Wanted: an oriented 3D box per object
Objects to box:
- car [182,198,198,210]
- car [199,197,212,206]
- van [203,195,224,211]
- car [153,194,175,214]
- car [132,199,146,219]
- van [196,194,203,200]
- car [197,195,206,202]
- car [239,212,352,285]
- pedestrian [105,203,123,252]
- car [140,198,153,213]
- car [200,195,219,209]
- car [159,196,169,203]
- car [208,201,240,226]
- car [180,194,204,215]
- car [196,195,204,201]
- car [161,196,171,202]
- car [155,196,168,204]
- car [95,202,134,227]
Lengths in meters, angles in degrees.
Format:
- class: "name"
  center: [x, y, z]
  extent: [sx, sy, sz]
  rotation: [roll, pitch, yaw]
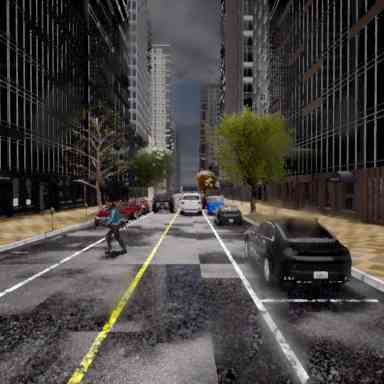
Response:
- class: "car"
  center: [-0.201, 1.543, 45.287]
  extent: [2.033, 1.411, 5.357]
  rotation: [0, 0, 0]
- class: "car"
  center: [2.274, 1.541, 56.938]
  extent: [1.887, 1.381, 4.507]
  rotation: [-1, 0, 0]
- class: "van"
  center: [2.383, 1.336, 34.343]
  extent: [1.690, 1.788, 3.998]
  rotation: [-1, 0, 0]
- class: "car"
  center: [-3.029, 1.217, 36.408]
  extent: [2.150, 2.045, 5.566]
  rotation: [0, 0, 0]
- class: "car"
  center: [-5.469, 1.540, 28.626]
  extent: [1.887, 1.381, 4.507]
  rotation: [-1, 0, 0]
- class: "van"
  center: [2.104, 1.342, 90.830]
  extent: [1.690, 1.788, 3.998]
  rotation: [-1, 0, 0]
- class: "car"
  center: [2.161, 1.440, 79.533]
  extent: [1.967, 1.590, 4.097]
  rotation: [-1, 0, 0]
- class: "car"
  center: [2.704, 1.503, 9.434]
  extent: [1.837, 1.490, 4.892]
  rotation: [0, 0, 0]
- class: "pedestrian"
  center: [-2.881, 1.291, 12.340]
  extent: [0.375, 1.860, 0.375]
  rotation: [-1, 1, 0]
- class: "car"
  center: [-5.496, 1.435, 34.274]
  extent: [1.967, 1.590, 4.097]
  rotation: [-1, 0, 0]
- class: "car"
  center: [2.326, 1.311, 45.641]
  extent: [2.192, 1.841, 5.009]
  rotation: [-1, 0, 0]
- class: "car"
  center: [-5.661, 1.580, 68.165]
  extent: [1.802, 1.307, 4.206]
  rotation: [-1, 0, 0]
- class: "car"
  center: [2.442, 1.546, 23.046]
  extent: [2.008, 1.369, 4.403]
  rotation: [-1, 0, 0]
- class: "car"
  center: [-0.089, 1.217, 34.665]
  extent: [2.150, 2.045, 5.566]
  rotation: [0, 0, 0]
- class: "car"
  center: [2.135, 1.545, 85.181]
  extent: [1.887, 1.381, 4.507]
  rotation: [-1, 0, 0]
- class: "car"
  center: [-5.689, 1.543, 73.813]
  extent: [1.887, 1.381, 4.507]
  rotation: [-1, 0, 0]
- class: "car"
  center: [-5.633, 1.548, 62.516]
  extent: [2.008, 1.369, 4.403]
  rotation: [-1, 0, 0]
- class: "car"
  center: [-5.438, 1.578, 22.977]
  extent: [1.802, 1.307, 4.206]
  rotation: [-1, 0, 0]
